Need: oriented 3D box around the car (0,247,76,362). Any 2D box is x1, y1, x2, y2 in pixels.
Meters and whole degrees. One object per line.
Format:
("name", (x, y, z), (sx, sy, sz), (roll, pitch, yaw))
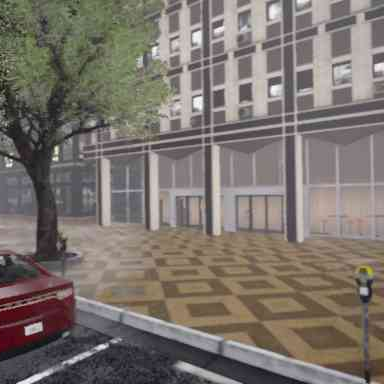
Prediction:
("car", (-3.779, 1.574, 5.433), (4.507, 1.381, 1.887), (0, -1, 36))
